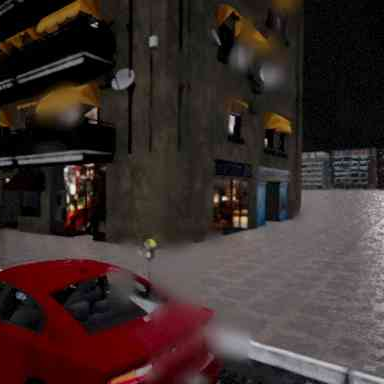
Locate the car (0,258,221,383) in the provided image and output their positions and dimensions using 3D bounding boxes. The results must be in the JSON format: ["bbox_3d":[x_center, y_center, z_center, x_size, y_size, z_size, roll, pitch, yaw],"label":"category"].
[{"bbox_3d":[-1.811,1.534,4.156,4.507,1.381,1.887,0,1,35],"label":"car"}]
